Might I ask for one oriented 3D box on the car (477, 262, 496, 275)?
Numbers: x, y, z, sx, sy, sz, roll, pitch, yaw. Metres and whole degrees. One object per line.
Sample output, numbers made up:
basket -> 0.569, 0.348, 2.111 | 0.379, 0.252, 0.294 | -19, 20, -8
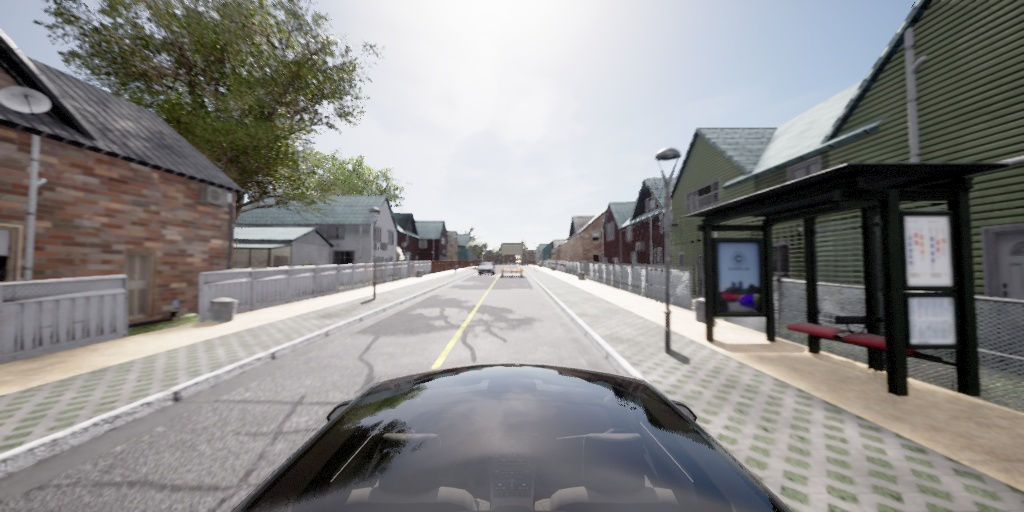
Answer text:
car -> -2.839, 1.411, 41.107 | 2.033, 1.411, 5.357 | 0, 0, 0

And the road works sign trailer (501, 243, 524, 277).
road works sign trailer -> -0.008, 0.310, 37.869 | 2.380, 3.560, 2.880 | 0, 0, 1
